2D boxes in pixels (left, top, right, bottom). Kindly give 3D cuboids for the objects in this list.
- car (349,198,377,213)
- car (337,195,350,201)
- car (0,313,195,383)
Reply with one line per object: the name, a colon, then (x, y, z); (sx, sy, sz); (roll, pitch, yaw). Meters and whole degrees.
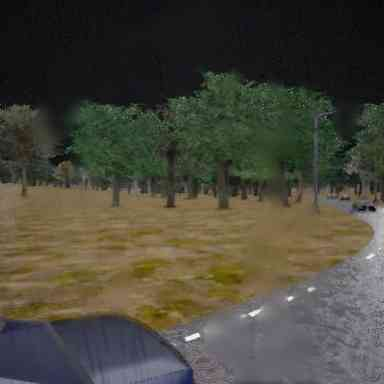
car: (19.035, 1.588, 36.896); (1.895, 1.301, 4.718); (0, 0, 18)
car: (39.419, 1.548, 85.698); (1.882, 1.535, 5.008); (0, 0, 18)
car: (-2.411, 1.573, 1.655); (5.357, 1.411, 2.033); (0, 0, -35)
